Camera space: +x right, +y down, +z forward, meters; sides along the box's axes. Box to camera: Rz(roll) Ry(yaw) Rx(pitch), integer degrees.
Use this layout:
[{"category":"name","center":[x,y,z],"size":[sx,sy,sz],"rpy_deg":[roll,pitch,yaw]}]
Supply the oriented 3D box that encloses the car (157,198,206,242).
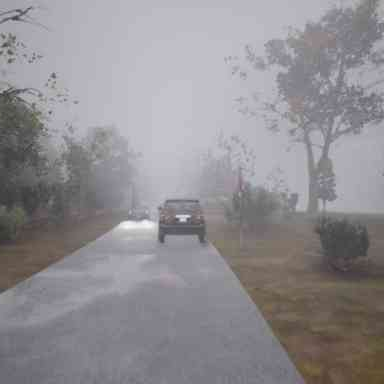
[{"category":"car","center":[-0.577,1.317,17.032],"size":[2.150,2.045,5.566],"rpy_deg":[0,-1,-4]}]

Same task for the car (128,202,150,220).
[{"category":"car","center":[-4.842,1.860,30.795],"size":[1.895,1.301,4.718],"rpy_deg":[0,-1,-7]}]

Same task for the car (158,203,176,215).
[{"category":"car","center":[-3.090,2.020,40.462],"size":[1.895,1.301,4.718],"rpy_deg":[0,-1,-7]}]
